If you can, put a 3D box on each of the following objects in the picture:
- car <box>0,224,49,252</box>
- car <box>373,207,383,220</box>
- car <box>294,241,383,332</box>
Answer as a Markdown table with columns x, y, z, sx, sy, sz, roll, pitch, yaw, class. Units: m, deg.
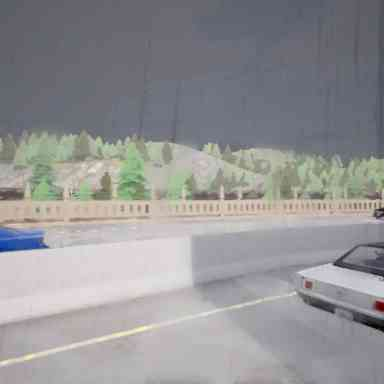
| x | y | z | sx | sy | sz | roll | pitch | yaw | class |
| --- | --- | --- | --- | --- | --- | --- | --- | --- | --- |
| -6.181 | 1.428 | 8.022 | 5.008 | 1.535 | 1.882 | 0 | 0 | -35 | car |
| 17.466 | 1.601 | 27.774 | 4.902 | 1.511 | 2.128 | 0 | 0 | -19 | car |
| 4.246 | 1.615 | 6.275 | 4.718 | 1.301 | 1.895 | 0 | 0 | -31 | car |
